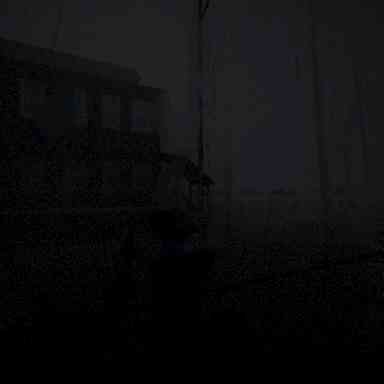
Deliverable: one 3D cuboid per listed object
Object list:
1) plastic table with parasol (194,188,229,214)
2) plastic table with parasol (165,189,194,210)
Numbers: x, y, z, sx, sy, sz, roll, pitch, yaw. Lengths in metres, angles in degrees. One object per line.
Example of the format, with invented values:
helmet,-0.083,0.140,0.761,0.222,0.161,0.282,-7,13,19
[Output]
plastic table with parasol,1.980,0.886,33.617,2.482,2.480,2.482,0,0,-36
plastic table with parasol,-1.544,0.885,40.590,2.482,2.480,2.482,0,0,-36
